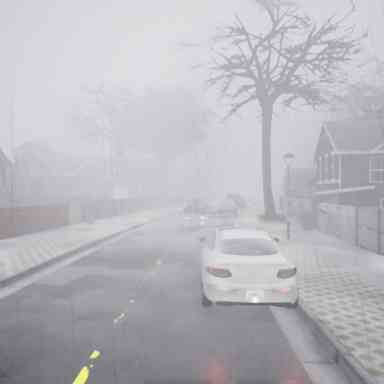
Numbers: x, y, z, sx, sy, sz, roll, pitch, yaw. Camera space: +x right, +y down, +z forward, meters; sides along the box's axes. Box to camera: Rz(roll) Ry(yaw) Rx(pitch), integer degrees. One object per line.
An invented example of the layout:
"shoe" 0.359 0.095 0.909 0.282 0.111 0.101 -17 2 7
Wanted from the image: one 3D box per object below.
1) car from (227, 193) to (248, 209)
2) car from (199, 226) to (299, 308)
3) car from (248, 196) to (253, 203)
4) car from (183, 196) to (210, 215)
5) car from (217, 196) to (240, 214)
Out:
"car" 5.946 1.212 45.254 2.150 2.045 5.566 0 0 15
"car" 1.146 1.522 7.787 1.812 1.442 4.674 0 0 3
"car" 11.476 1.523 69.538 1.812 1.442 4.674 0 0 23
"car" 0.514 1.333 33.691 2.097 1.767 4.553 0 0 11
"car" 3.813 1.515 35.420 1.812 1.442 4.674 0 0 12
